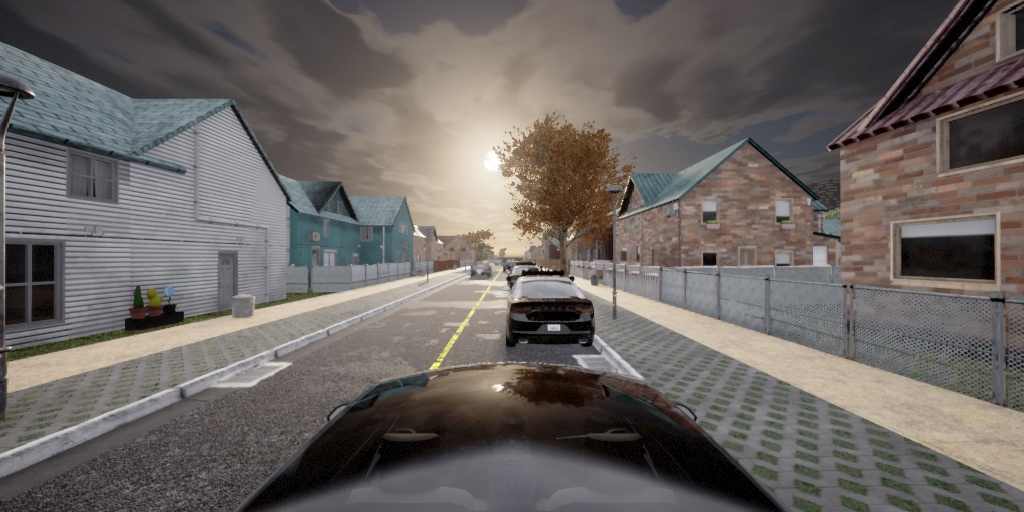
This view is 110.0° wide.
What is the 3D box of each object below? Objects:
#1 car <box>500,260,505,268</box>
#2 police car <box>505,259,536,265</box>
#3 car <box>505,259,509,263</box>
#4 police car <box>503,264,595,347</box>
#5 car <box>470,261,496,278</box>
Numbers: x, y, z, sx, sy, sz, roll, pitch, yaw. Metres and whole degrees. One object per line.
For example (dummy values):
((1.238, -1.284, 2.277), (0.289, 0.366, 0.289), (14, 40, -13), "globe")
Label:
((-0.133, 1.214, 49.086), (2.097, 1.767, 4.553), (0, 0, 0), "car")
((0.760, 1.184, 19.489), (1.930, 1.638, 5.238), (0, 0, 0), "police car")
((0.737, 1.113, 25.349), (2.097, 1.767, 4.553), (0, 0, 0), "car")
((0.798, 1.178, 9.489), (1.930, 1.638, 5.238), (0, 0, 0), "police car")
((-2.974, 1.275, 35.148), (2.128, 1.511, 4.902), (0, 0, 0), "car")
